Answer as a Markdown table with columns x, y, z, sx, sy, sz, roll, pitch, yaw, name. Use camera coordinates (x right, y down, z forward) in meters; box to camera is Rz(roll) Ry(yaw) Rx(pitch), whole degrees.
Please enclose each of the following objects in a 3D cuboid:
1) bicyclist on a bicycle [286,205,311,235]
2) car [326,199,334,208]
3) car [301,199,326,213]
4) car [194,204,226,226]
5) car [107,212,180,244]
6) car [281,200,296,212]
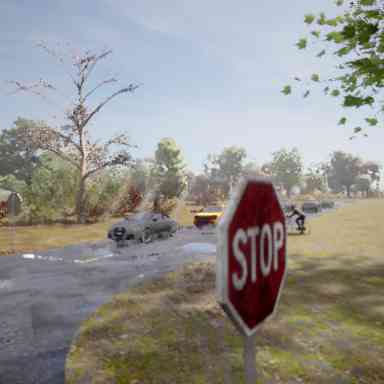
| x | y | z | sx | sy | sz | roll | pitch | yaw | name |
| --- | --- | --- | --- | --- | --- | --- | --- | --- | --- |
| 5.747 | 1.554 | 18.464 | 1.656 | 1.620 | 0.582 | -1 | -1 | 29 | bicyclist on a bicycle |
| 21.092 | 1.808 | 52.378 | 2.033 | 1.411 | 5.357 | -1 | -1 | 29 | car |
| 14.834 | 1.712 | 41.185 | 2.128 | 1.511 | 4.902 | -1 | -1 | 29 | car |
| 1.941 | 1.666 | 24.666 | 1.882 | 1.535 | 5.008 | -1 | -1 | 29 | car |
| -2.363 | 1.721 | 16.967 | 1.994 | 1.385 | 4.181 | -1 | -1 | 29 | car |
| 12.052 | 1.750 | 42.653 | 2.128 | 1.511 | 4.902 | -1 | -1 | 30 | car |
